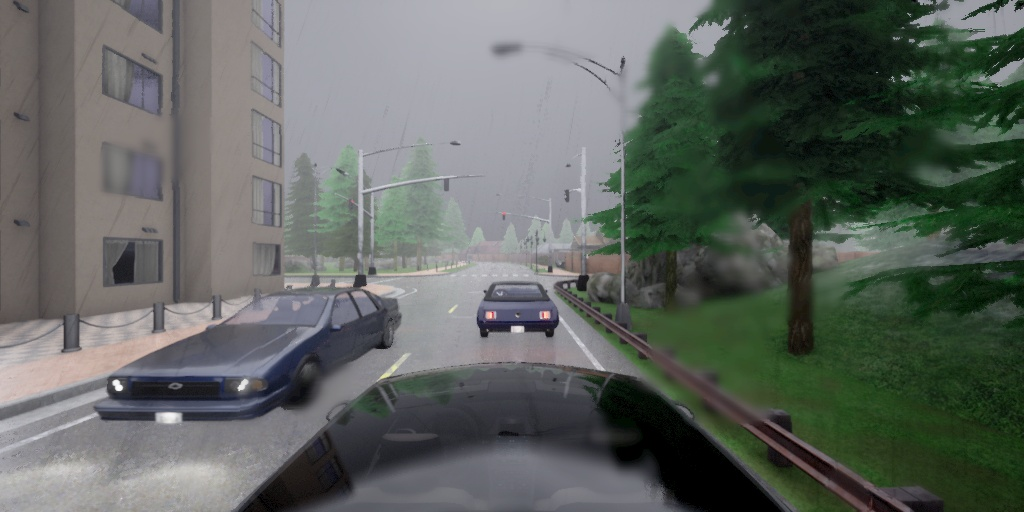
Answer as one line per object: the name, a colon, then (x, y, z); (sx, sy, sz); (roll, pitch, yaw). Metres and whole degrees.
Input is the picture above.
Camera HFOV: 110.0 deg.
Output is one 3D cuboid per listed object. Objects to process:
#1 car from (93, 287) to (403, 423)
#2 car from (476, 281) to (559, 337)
car: (-3.556, 1.296, 6.394); (2.033, 1.411, 5.357); (0, 0, 0)
car: (0.105, 1.348, 10.228); (1.895, 1.301, 4.718); (0, 0, -1)
